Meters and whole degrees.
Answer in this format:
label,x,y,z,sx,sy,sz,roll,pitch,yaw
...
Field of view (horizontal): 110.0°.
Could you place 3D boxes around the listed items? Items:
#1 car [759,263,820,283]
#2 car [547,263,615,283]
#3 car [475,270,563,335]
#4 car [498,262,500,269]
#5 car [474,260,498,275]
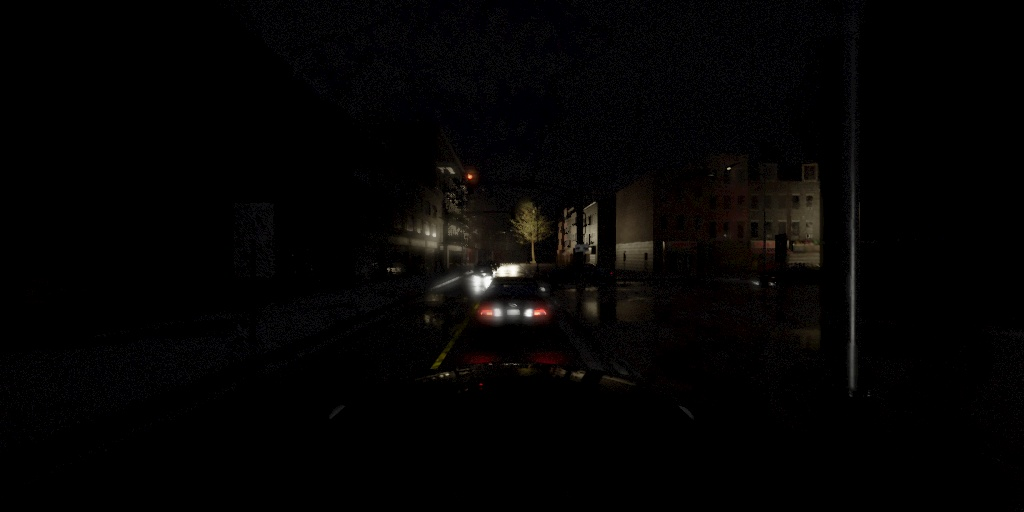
label,x,y,z,sx,sy,sz,roll,pitch,yaw
car,20.471,1.194,26.090,4.181,1.385,1.994,0,0,0
car,4.821,1.261,26.621,5.357,1.411,2.033,0,0,9
car,0.046,1.297,10.448,2.033,1.411,5.357,0,0,0
car,-2.942,1.331,47.778,1.994,1.385,4.181,0,0,0
car,-2.917,1.250,37.946,2.128,1.511,4.902,0,0,0
